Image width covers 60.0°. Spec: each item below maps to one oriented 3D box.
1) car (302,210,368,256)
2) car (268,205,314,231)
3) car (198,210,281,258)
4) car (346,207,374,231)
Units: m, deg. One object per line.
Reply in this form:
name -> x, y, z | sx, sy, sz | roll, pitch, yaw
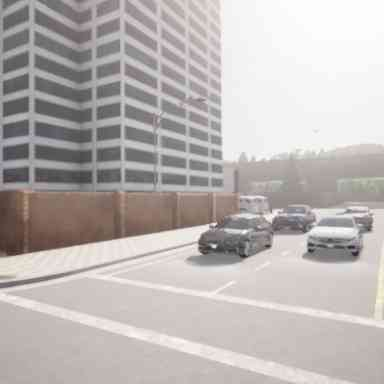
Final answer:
car -> 6.266, 1.722, 14.270 | 1.812, 1.442, 4.674 | -1, -1, 31
car -> 7.010, 1.681, 22.422 | 2.097, 1.767, 4.553 | -1, -1, 31
car -> 2.023, 1.732, 14.010 | 1.837, 1.490, 4.892 | -1, -1, 31
car -> 11.489, 1.795, 23.105 | 2.128, 1.511, 4.902 | -1, -1, 31
